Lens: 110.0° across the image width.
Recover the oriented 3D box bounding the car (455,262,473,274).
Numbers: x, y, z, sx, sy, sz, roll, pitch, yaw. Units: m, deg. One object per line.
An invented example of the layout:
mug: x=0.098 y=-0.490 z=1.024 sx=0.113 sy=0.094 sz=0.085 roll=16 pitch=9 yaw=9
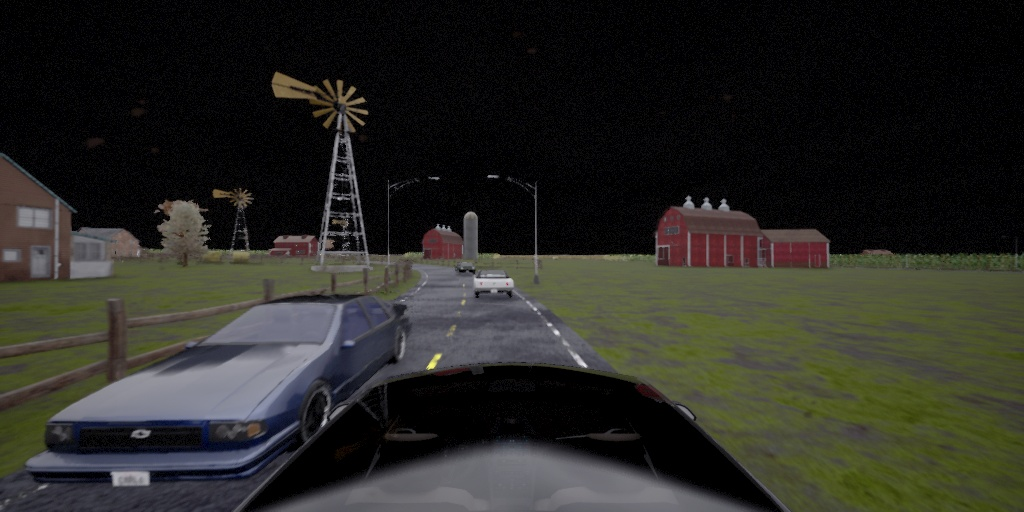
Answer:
car: x=-5.244 y=1.330 z=39.825 sx=1.895 sy=1.301 sz=4.718 roll=0 pitch=0 yaw=-15

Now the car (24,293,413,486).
car: x=-2.958 y=1.306 z=5.389 sx=2.033 sy=1.411 sz=5.357 roll=0 pitch=0 yaw=-1

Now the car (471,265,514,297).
car: x=-1.077 y=1.352 z=18.878 sx=1.895 sy=1.301 sz=4.718 roll=0 pitch=0 yaw=-7
